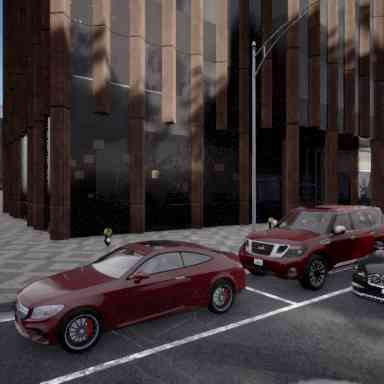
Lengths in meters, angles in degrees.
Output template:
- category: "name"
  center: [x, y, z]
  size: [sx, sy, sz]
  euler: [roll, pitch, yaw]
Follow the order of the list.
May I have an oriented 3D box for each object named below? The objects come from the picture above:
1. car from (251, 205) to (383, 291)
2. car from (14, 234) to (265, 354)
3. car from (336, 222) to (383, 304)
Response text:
- category: "car"
  center: [3.593, 1.315, 9.217]
  size: [5.009, 1.841, 2.192]
  euler: [0, 0, -36]
- category: "car"
  center: [-0.847, 1.582, 6.045]
  size: [4.206, 1.307, 1.802]
  euler: [0, 0, -36]
- category: "car"
  center: [5.411, 1.506, 7.244]
  size: [4.892, 1.490, 1.837]
  euler: [0, 0, -36]
